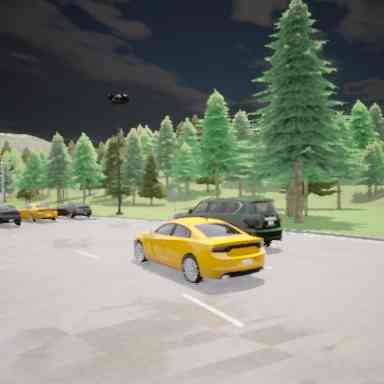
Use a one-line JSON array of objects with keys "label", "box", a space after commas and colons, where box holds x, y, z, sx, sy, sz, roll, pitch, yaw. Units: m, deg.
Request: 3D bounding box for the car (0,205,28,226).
[{"label": "car", "box": [-14.281, 1.748, 24.608, 4.892, 1.490, 1.837, -1, -1, 42]}]

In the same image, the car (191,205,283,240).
[{"label": "car", "box": [2.352, 1.562, 18.562, 2.128, 1.511, 4.902, 0, 0, -41]}]

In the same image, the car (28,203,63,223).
[{"label": "car", "box": [-13.460, 1.734, 28.619, 5.008, 1.535, 1.882, -1, 0, 42]}]

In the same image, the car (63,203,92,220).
[{"label": "car", "box": [-11.371, 1.744, 31.443, 4.902, 1.511, 2.128, -1, 0, 42]}]

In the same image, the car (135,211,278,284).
[{"label": "car", "box": [-0.053, 1.526, 9.958, 1.882, 1.535, 5.008, 0, -1, -33]}]

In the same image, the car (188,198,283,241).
[{"label": "car", "box": [1.291, 1.281, 14.524, 2.150, 2.045, 5.566, 0, -1, -38]}]
